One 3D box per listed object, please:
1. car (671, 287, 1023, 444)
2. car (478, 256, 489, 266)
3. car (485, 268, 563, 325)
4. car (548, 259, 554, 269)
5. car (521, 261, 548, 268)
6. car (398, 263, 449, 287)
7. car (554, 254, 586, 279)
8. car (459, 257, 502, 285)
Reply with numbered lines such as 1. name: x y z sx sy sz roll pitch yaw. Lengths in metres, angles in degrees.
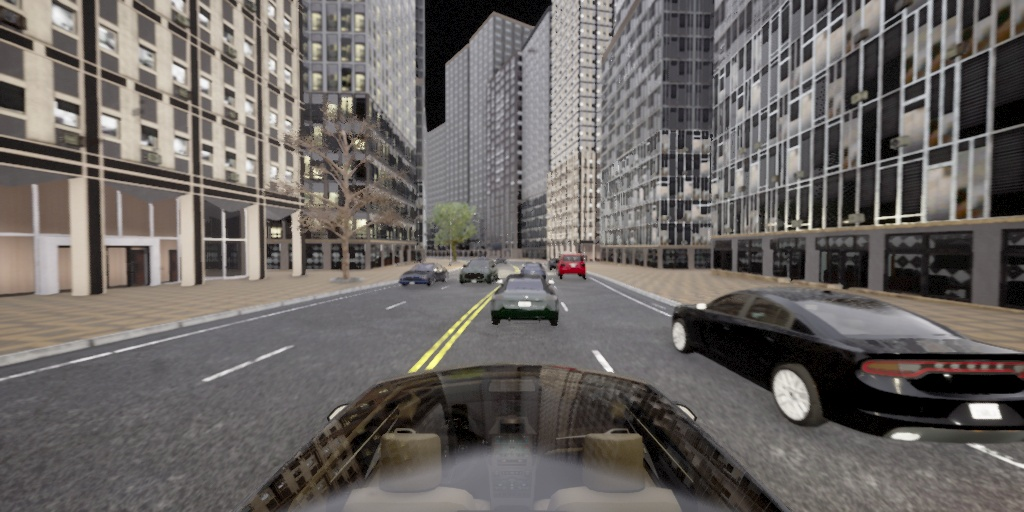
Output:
1. car: 4.269 1.217 5.666 1.882 1.535 5.008 0 0 1
2. car: -5.005 0.862 64.125 1.882 1.535 5.008 0 0 -4
3. car: 0.438 1.259 11.713 1.994 1.385 4.181 0 0 3
4. car: 5.451 1.021 44.647 1.837 1.490 4.892 0 1 2
5. car: 1.694 1.162 29.151 1.994 1.385 4.181 0 0 4
6. car: -5.515 1.154 23.217 2.033 1.411 5.357 0 0 5
7. car: 4.944 0.827 30.353 2.150 2.045 5.566 0 1 5
8. car: -2.178 0.964 24.426 2.097 1.767 4.553 0 0 5
